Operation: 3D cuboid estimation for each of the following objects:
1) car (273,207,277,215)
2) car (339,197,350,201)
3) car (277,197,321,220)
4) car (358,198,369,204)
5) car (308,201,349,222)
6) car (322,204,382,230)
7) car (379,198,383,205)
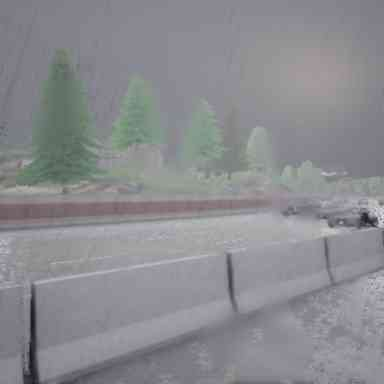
[{"bbox_3d":[11.068,1.938,37.685,1.895,1.301,4.718,-1,-1,41],"label":"car"},{"bbox_3d":[32.981,1.857,72.035,1.837,1.490,4.892,-1,-1,24],"label":"car"},{"bbox_3d":[10.790,1.499,32.181,2.150,2.045,5.566,-1,-1,43],"label":"car"},{"bbox_3d":[34.164,1.942,66.214,2.128,1.511,4.902,-1,-1,27],"label":"car"},{"bbox_3d":[12.100,1.732,28.514,1.837,1.490,4.892,-1,-1,44],"label":"car"},{"bbox_3d":[10.801,1.730,22.275,4.181,1.385,1.994,0,-1,-44],"label":"car"},{"bbox_3d":[35.866,1.900,61.723,2.128,1.511,4.902,-1,-1,27],"label":"car"}]
